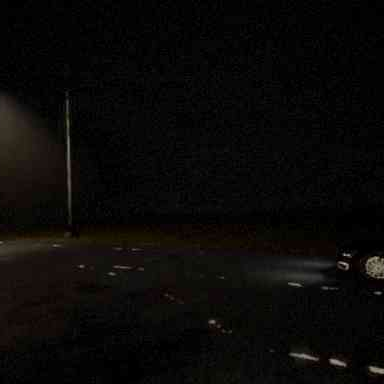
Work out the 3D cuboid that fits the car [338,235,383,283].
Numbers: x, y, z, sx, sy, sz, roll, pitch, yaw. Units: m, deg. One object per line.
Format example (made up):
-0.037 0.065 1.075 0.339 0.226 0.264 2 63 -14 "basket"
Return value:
6.154 1.382 7.999 4.892 1.490 1.837 -4 -1 30 "car"
